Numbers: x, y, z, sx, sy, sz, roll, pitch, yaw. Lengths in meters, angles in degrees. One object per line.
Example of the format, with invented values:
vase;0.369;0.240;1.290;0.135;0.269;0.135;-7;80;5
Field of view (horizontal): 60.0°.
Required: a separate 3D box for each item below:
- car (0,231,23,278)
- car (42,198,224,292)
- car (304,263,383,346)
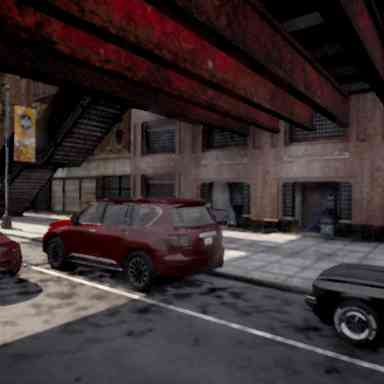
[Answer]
car;-6.128;1.422;8.582;4.674;1.442;1.812;1;0;37
car;-1.790;1.171;9.078;5.566;2.045;2.435;1;0;37
car;4.149;1.623;4.678;4.718;1.301;1.895;1;0;37
